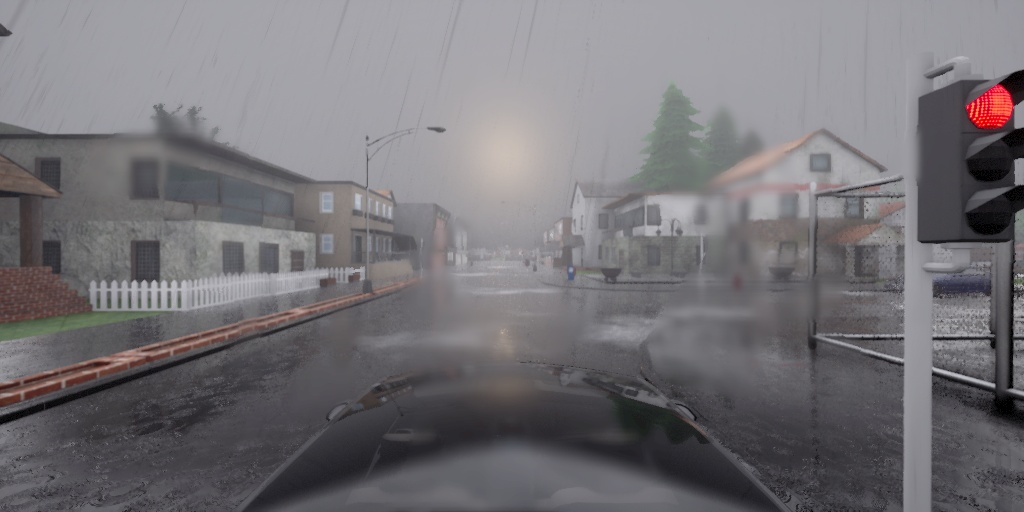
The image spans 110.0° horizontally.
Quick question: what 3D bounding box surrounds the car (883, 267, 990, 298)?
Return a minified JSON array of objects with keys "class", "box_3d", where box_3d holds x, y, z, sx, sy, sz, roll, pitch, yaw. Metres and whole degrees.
[{"class":"car","box_3d":[20.821,1.198,17.282,4.674,1.442,1.812,0,0,0]}]
